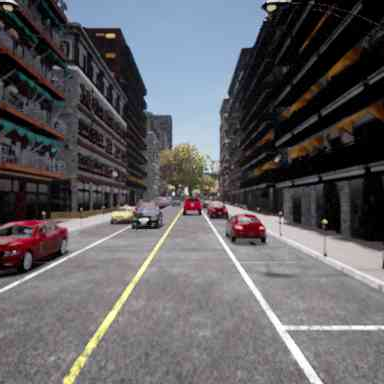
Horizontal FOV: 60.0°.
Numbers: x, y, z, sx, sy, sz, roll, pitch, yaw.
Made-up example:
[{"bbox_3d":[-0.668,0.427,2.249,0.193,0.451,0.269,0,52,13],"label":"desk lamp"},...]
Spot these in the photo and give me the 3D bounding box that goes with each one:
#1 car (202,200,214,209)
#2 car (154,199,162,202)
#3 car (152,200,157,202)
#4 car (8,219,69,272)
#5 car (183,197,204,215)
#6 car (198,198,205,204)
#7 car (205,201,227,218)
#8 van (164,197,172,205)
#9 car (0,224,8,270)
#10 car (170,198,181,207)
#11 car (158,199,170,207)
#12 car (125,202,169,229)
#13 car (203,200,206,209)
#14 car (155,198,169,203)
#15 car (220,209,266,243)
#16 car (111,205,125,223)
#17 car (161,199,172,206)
[{"bbox_3d":[2.656,2.164,56.965,1.887,1.381,4.507,1,-1,0],"label":"car"},{"bbox_3d":[-5.682,2.046,45.504,2.008,1.369,4.403,1,-1,0],"label":"car"},{"bbox_3d":[-5.677,1.978,39.808,1.887,1.381,4.507,1,-1,0],"label":"car"},{"bbox_3d":[-5.687,1.669,11.328,1.887,1.381,4.507,1,-1,0],"label":"car"},{"bbox_3d":[0.060,1.657,40.372,2.150,2.045,5.566,0,-1,0],"label":"car"},{"bbox_3d":[2.628,2.519,91.311,1.752,1.417,4.829,1,-1,0],"label":"car"},{"bbox_3d":[2.675,1.916,34.181,1.887,1.381,4.507,1,-1,0],"label":"car"},{"bbox_3d":[-5.707,2.208,79.682,1.690,1.788,3.998,1,-1,0],"label":"van"},{"bbox_3d":[-5.677,1.378,5.635,2.192,1.841,5.009,1,-1,0],"label":"car"},{"bbox_3d":[-3.066,2.310,65.389,1.895,1.301,4.718,0,-1,0],"label":"car"},{"bbox_3d":[-5.699,2.183,68.289,1.967,1.590,4.097,1,-1,0],"label":"car"},{"bbox_3d":[-3.118,1.752,23.964,2.128,1.511,4.902,0,-1,0],"label":"car"},{"bbox_3d":[2.670,1.978,39.877,1.887,1.381,4.507,1,-1,0],"label":"car"},{"bbox_3d":[-5.687,1.934,56.899,2.192,1.841,5.009,1,-1,0],"label":"car"},{"bbox_3d":[2.689,1.768,17.092,1.802,1.307,4.206,1,-1,0],"label":"car"},{"bbox_3d":[-5.674,1.833,28.246,1.752,1.417,4.829,1,-1,0],"label":"car"},{"bbox_3d":[-5.706,2.356,73.985,2.008,1.369,4.403,1,-1,0],"label":"car"}]
